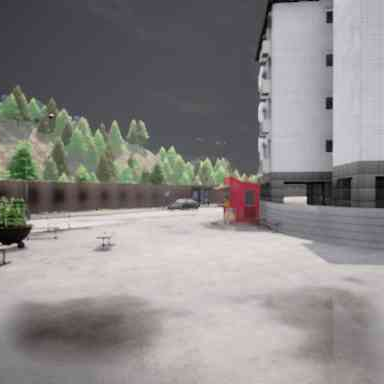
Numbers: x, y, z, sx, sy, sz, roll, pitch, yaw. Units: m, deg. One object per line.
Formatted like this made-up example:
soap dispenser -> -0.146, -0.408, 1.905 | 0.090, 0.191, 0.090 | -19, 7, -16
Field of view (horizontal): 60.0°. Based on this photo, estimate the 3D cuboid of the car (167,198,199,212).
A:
car -> -0.940, 1.461, 38.820 | 1.812, 1.442, 4.674 | 0, 0, 35
